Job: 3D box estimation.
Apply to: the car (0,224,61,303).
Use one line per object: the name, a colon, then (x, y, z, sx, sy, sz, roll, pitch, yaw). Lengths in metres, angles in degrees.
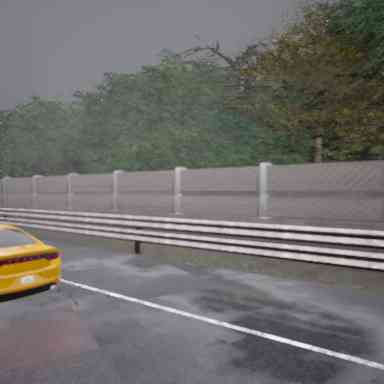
car: (-5.058, 1.466, 7.653, 5.008, 1.535, 1.882, 0, 0, 36)
